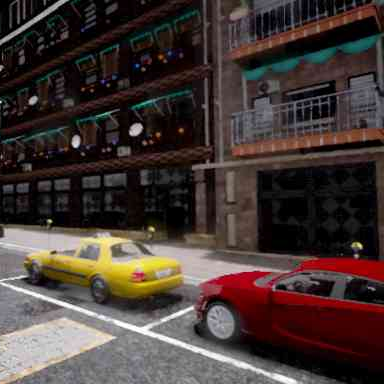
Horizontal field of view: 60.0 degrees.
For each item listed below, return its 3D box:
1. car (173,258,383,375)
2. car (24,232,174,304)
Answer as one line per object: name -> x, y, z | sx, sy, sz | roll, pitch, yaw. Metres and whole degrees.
car -> 2.104, 1.673, 4.989 | 4.507, 1.381, 1.887 | -1, -3, 37
car -> -2.456, 1.705, 8.413 | 4.829, 1.417, 1.752 | -1, -3, 37
